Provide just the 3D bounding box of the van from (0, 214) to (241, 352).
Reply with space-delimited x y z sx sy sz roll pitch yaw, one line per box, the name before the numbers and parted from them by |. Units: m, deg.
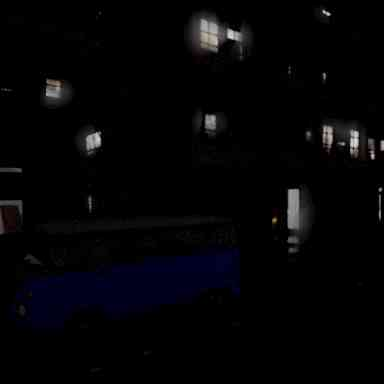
van | -0.983 1.334 5.870 3.998 1.788 1.690 0 0 -36
